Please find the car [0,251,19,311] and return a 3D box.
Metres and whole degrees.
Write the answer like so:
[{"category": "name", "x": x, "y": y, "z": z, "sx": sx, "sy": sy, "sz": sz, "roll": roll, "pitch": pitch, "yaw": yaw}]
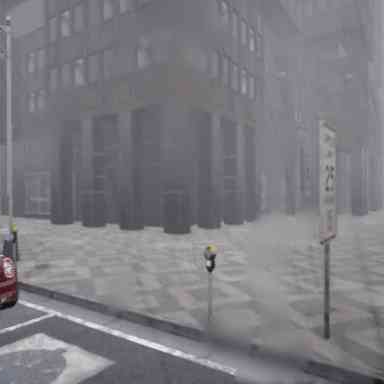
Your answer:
[{"category": "car", "x": -5.252, "y": 1.449, "z": 6.473, "sx": 4.097, "sy": 1.590, "sz": 1.967, "roll": 0, "pitch": 0, "yaw": 34}]
